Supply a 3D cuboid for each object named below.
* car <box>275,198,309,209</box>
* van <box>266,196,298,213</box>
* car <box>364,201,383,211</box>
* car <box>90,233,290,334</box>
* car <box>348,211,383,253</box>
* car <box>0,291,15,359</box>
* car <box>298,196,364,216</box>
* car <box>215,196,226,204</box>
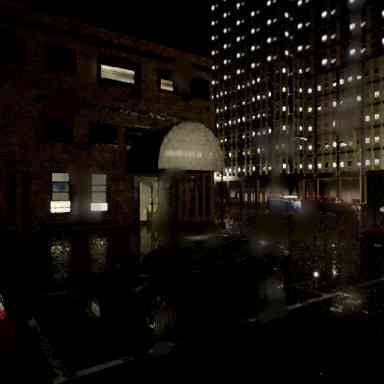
[{"bbox_3d":[13.676,1.514,45.622,1.802,1.307,4.206,0,0,-35],"label":"car"},{"bbox_3d":[9.959,1.326,36.287,1.690,1.788,3.998,0,0,-35],"label":"van"},{"bbox_3d":[20.004,1.499,36.525,2.008,1.369,4.403,0,0,-35],"label":"car"},{"bbox_3d":[0.185,1.565,6.764,4.313,1.339,1.947,0,0,-35],"label":"car"},{"bbox_3d":[8.031,1.543,12.430,4.507,1.381,1.887,0,0,-35],"label":"car"},{"bbox_3d":[-4.282,1.440,3.516,4.097,1.590,1.967,0,0,-35],"label":"car"},{"bbox_3d":[13.123,1.308,31.738,2.192,1.841,5.009,0,0,-35],"label":"car"},{"bbox_3d":[4.086,1.437,59.407,1.752,1.417,4.829,0,0,-35],"label":"car"}]
